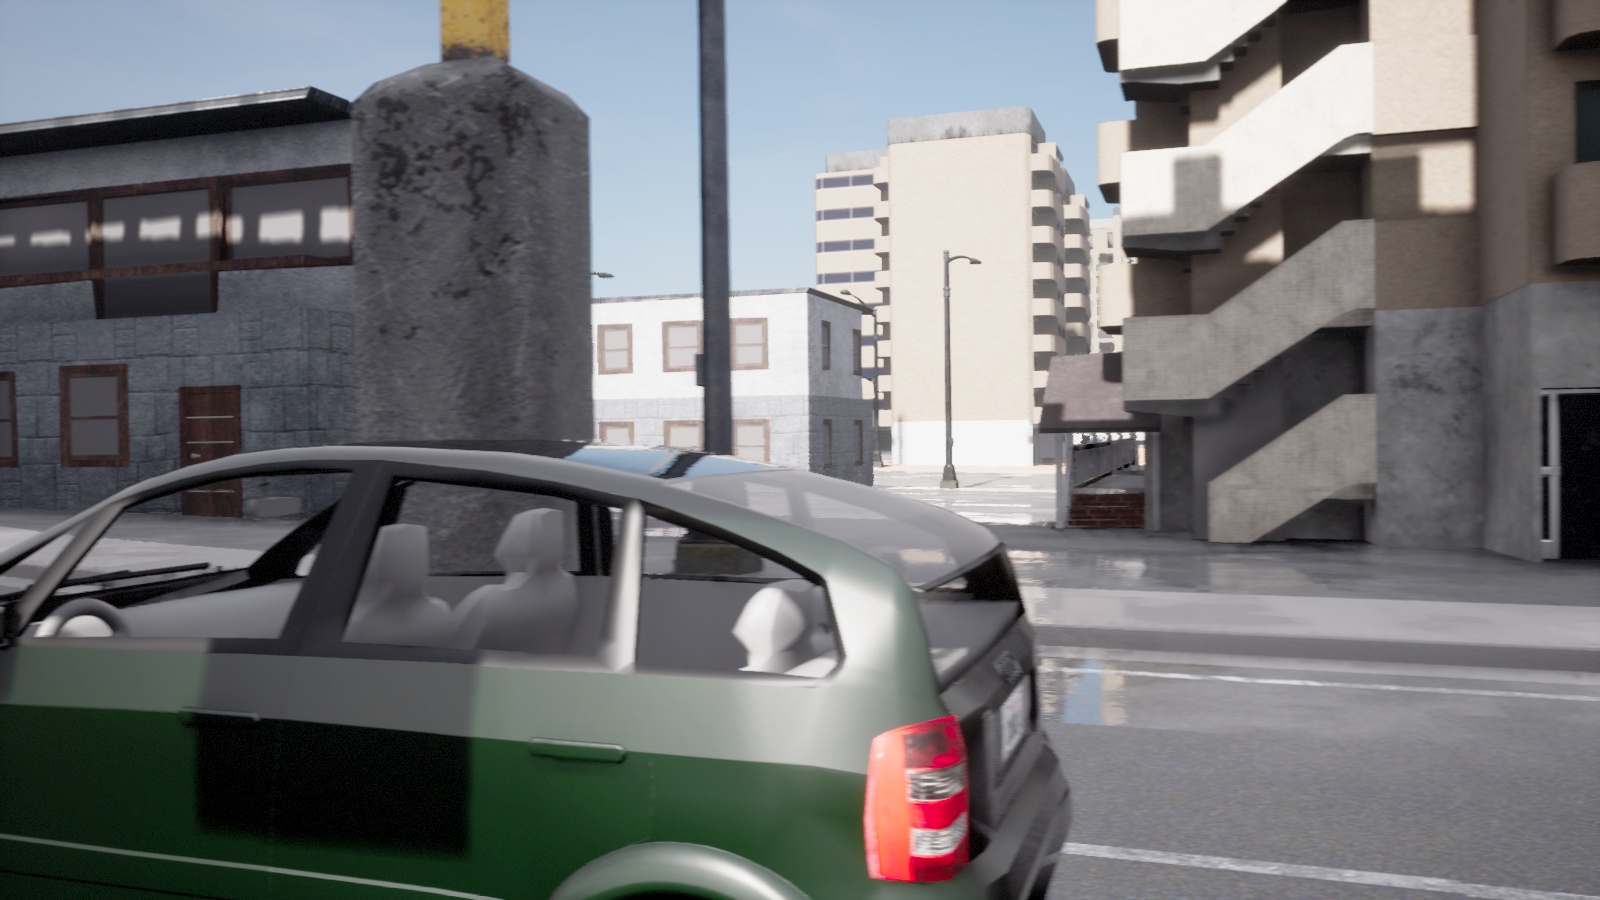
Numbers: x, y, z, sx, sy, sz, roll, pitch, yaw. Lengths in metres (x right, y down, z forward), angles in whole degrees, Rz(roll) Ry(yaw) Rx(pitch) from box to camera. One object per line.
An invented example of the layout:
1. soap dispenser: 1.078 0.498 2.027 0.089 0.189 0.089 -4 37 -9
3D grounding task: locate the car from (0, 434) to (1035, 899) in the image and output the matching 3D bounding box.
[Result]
1. car: -1.319 0.743 3.622 3.705 1.549 1.789 1 1 18
